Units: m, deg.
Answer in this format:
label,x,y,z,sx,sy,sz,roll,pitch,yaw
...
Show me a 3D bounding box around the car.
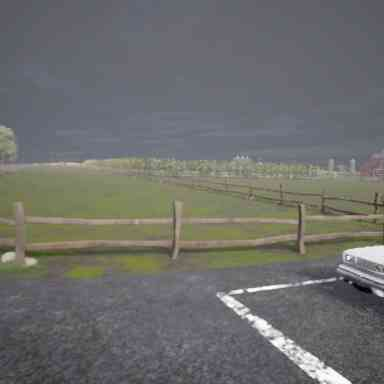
label,x,y,z,sx,sy,sz,roll,pitch,yaw
car,5.139,1.358,6.265,4.718,1.301,1.895,0,4,-22
